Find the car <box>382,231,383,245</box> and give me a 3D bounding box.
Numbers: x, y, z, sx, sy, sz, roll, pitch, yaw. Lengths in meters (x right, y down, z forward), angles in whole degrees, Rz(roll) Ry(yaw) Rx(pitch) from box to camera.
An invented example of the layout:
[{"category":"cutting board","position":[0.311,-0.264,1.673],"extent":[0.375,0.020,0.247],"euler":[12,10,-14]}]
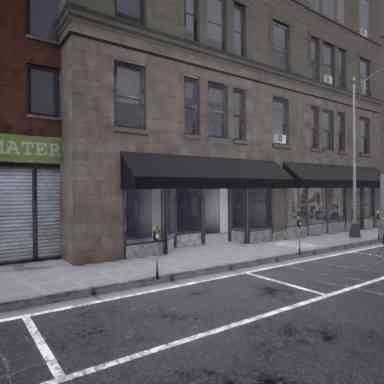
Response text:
[{"category":"car","position":[9.281,1.539,13.197],"extent":[4.507,1.381,1.887],"euler":[0,-1,-36]}]
